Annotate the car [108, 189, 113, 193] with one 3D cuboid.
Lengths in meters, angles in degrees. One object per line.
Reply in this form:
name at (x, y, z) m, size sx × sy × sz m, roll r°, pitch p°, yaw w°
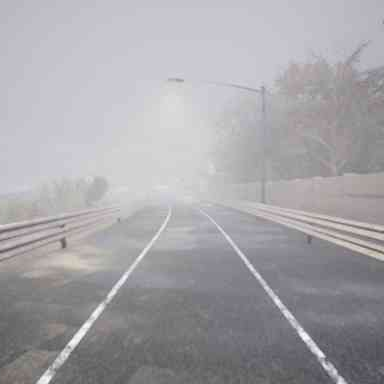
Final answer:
car at (-23.185, -0.181, 90.827) m, size 1.812 × 1.442 × 4.674 m, roll 1°, pitch 4°, yaw 15°
